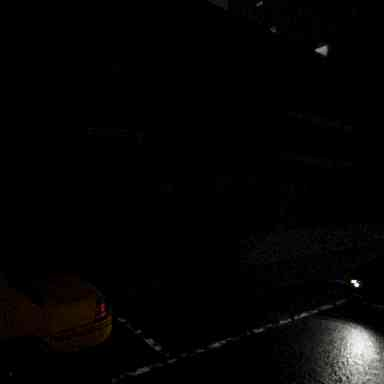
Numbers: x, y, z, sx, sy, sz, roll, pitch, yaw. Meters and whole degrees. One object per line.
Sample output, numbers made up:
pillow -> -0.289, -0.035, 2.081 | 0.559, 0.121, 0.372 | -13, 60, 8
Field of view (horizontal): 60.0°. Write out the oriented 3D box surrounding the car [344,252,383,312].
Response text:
car -> 5.416, 1.550, 6.909 | 5.357, 1.411, 2.033 | 0, 0, -35

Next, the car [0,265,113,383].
car -> -3.367, 1.526, 3.673 | 4.829, 1.417, 1.752 | 0, 2, -35
